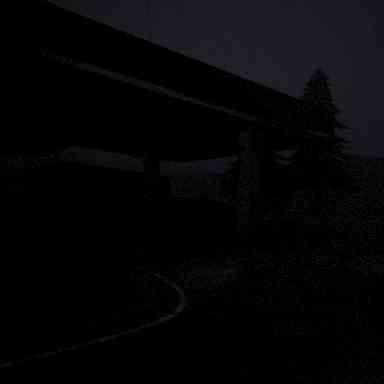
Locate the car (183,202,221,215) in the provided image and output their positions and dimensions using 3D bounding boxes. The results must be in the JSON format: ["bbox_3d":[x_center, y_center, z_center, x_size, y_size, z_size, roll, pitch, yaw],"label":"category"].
[{"bbox_3d":[1.202,2.111,43.197,2.033,1.411,5.357,1,-1,-37],"label":"car"}]

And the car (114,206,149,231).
[{"bbox_3d":[-4.935,1.798,23.561,2.242,1.667,4.611,1,-1,-37],"label":"car"}]

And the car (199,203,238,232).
[{"bbox_3d":[2.199,1.709,23.532,1.905,1.878,3.866,1,-1,-37],"label":"car"}]
